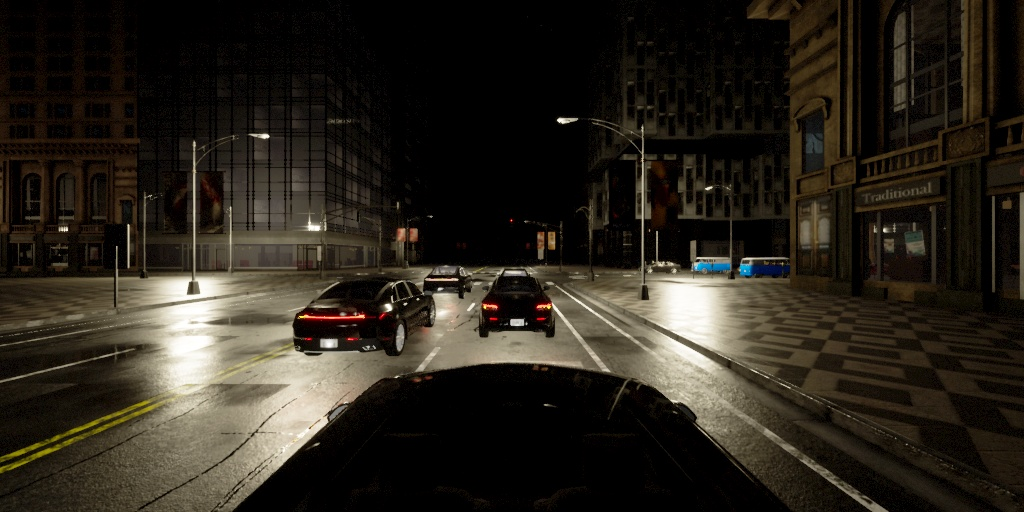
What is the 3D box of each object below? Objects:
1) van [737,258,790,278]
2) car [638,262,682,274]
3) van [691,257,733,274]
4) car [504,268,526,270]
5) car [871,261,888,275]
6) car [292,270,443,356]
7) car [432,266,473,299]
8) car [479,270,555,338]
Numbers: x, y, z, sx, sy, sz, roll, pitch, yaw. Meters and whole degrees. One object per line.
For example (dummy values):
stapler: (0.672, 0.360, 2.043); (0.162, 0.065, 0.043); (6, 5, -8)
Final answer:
van: (21.537, 1.032, 30.265); (3.998, 1.789, 1.690); (0, 0, 0)
car: (15.977, 1.263, 38.829); (4.403, 1.370, 2.007); (0, 0, 0)
van: (21.596, 1.042, 38.790); (3.998, 1.789, 1.690); (0, 0, 0)
car: (0.146, 1.314, 18.464); (1.994, 1.385, 4.181); (0, 0, 0)
car: (32.774, 1.251, 30.186); (4.207, 1.307, 1.802); (0, 0, 0)
car: (-3.134, 1.255, 8.580); (1.837, 1.490, 4.892); (0, 0, 0)
car: (-3.108, 1.241, 17.994); (2.128, 1.511, 4.902); (0, 0, 0)
car: (0.121, 1.276, 10.075); (1.812, 1.442, 4.674); (0, 0, 0)
